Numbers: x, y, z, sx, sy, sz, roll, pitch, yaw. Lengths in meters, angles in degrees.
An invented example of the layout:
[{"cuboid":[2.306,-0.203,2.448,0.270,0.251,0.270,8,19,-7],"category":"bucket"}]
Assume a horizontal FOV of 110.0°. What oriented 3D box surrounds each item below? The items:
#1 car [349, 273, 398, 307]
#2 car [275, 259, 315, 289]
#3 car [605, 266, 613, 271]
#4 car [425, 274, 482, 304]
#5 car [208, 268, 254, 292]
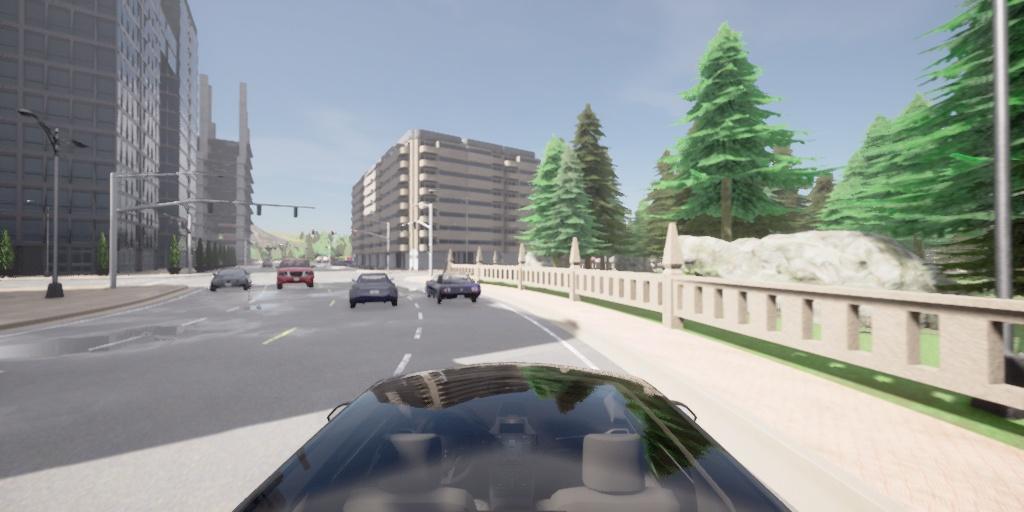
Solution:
[{"cuboid":[-6.384,1.460,16.502,1.994,1.385,4.181,0,-1,-22],"category":"car"},{"cuboid":[-15.616,1.200,25.826,2.150,2.045,5.566,0,-1,-33],"category":"car"},{"cuboid":[16.088,1.957,59.498,4.718,1.301,1.895,0,-1,-33],"category":"car"},{"cuboid":[-3.033,1.503,17.598,1.895,1.301,4.718,0,-1,-22],"category":"car"},{"cuboid":[-18.370,1.503,23.620,1.812,1.442,4.674,0,-1,-32],"category":"car"}]
